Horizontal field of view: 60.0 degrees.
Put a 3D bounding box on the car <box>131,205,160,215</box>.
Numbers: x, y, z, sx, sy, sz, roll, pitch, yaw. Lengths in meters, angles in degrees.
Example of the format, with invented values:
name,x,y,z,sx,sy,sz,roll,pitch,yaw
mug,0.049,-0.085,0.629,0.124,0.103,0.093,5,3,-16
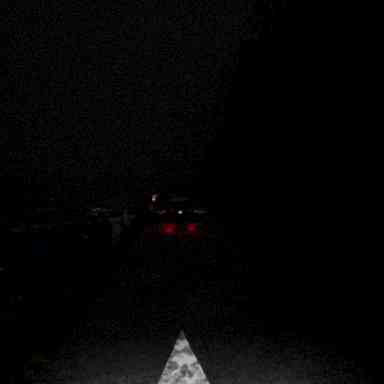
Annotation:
name,x,y,z,sx,sy,sz,roll,pitch,yaw
car,-9.962,3.916,71.370,5.566,2.045,2.435,1,-2,-23

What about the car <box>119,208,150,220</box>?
name,x,y,z,sx,sy,sz,roll,pitch,yaw
car,-9.168,3.452,53.234,4.553,1.767,2.185,1,-2,-23

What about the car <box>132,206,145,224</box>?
name,x,y,z,sx,sy,sz,roll,pitch,yaw
car,-8.266,2.736,35.153,5.566,2.045,2.435,1,-2,-23

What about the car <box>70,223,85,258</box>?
name,x,y,z,sx,sy,sz,roll,pitch,yaw
car,-7.305,2.296,14.013,4.892,1.521,2.231,1,-2,-23

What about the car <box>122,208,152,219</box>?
name,x,y,z,sx,sy,sz,roll,pitch,yaw
car,-9.318,3.551,56.258,4.553,1.767,2.185,1,-2,-23

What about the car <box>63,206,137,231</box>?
name,x,y,z,sx,sy,sz,roll,pitch,yaw
car,-8.039,2.537,29.093,5.566,2.045,2.435,1,-2,-23

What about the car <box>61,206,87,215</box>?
name,x,y,z,sx,sy,sz,roll,pitch,yaw
car,-27.219,4.237,76.621,5.566,2.045,2.435,-1,-2,-23

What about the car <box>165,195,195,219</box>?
name,x,y,z,sx,sy,sz,roll,pitch,yaw
car,-0.795,0.904,21.887,1.812,1.442,4.674,0,2,-2

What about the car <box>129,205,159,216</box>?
name,x,y,z,sx,sy,sz,roll,pitch,yaw
car,-9.861,3.817,68.312,5.566,2.045,2.435,1,-2,-23

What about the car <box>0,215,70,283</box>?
name,x,y,z,sx,sy,sz,roll,pitch,yaw
car,-7.149,1.946,11.022,5.566,2.045,2.435,1,-2,-23

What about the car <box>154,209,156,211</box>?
name,x,y,z,sx,sy,sz,roll,pitch,yaw
car,-9.413,3.776,59.271,4.892,1.521,2.231,1,-2,-23

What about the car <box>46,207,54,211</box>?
name,x,y,z,sx,sy,sz,roll,pitch,yaw
car,-26.230,3.819,55.959,4.892,1.521,2.231,0,-2,-23

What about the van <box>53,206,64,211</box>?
name,x,y,z,sx,sy,sz,roll,pitch,yaw
van,-26.618,3.785,61.820,4.442,1.987,1.878,-1,-2,-23

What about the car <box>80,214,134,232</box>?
name,x,y,z,sx,sy,sz,roll,pitch,yaw
car,-8.184,2.917,32.103,4.792,1.488,2.163,1,-2,-23

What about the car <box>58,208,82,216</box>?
name,x,y,z,sx,sy,sz,roll,pitch,yaw
car,-27.040,4.422,73.701,4.792,1.488,2.163,-1,-2,-23

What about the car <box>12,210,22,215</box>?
name,x,y,z,sx,sy,sz,roll,pitch,yaw
car,-25.656,3.461,44.153,4.792,1.488,2.163,0,-2,-23

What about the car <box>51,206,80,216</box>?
name,x,y,z,sx,sy,sz,roll,pitch,yaw
car,-26.900,4.046,70.748,5.566,2.045,2.435,-1,-2,-23

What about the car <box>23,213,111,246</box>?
name,x,y,z,sx,sy,sz,roll,pitch,yaw
car,-7.562,2.368,20.061,4.553,1.767,2.185,1,-2,-23

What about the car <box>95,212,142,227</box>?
name,x,y,z,sx,sy,sz,roll,pitch,yaw
car,-8.451,3.086,38.159,4.892,1.521,2.231,1,-2,-23

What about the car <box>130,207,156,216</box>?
name,x,y,z,sx,sy,sz,roll,pitch,yaw
car,-9.668,3.846,65.317,4.553,1.767,2.185,1,-2,-23

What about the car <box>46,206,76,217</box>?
name,x,y,z,sx,sy,sz,roll,pitch,yaw
car,-26.764,3.950,67.794,5.566,2.045,2.435,-1,-2,-23

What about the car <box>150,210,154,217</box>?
name,x,y,z,sx,sy,sz,roll,pitch,yaw
car,-8.831,3.130,47.224,5.566,2.045,2.435,1,-2,-23

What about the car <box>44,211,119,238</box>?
name,x,y,z,sx,sy,sz,roll,pitch,yaw
car,-7.709,2.466,23.083,4.553,1.767,2.185,1,-2,-23

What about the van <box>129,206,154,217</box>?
name,x,y,z,sx,sy,sz,roll,pitch,yaw
van,-9.455,3.649,62.346,4.442,1.987,1.878,1,-2,-23

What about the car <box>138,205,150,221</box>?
name,x,y,z,sx,sy,sz,roll,pitch,yaw
car,-8.609,2.932,41.169,5.566,2.045,2.435,1,-2,-23

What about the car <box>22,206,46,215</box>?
name,x,y,z,sx,sy,sz,roll,pitch,yaw
car,-26.124,3.596,52.992,4.553,1.767,2.185,-1,-2,-23

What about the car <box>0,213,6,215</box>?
name,x,y,z,sx,sy,sz,roll,pitch,yaw
car,-25.708,3.333,41.103,5.366,1.575,1.946,-1,-2,-23

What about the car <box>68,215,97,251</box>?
name,x,y,z,sx,sy,sz,roll,pitch,yaw
car,-7.481,2.268,17.025,4.553,1.767,2.185,1,-2,-23
